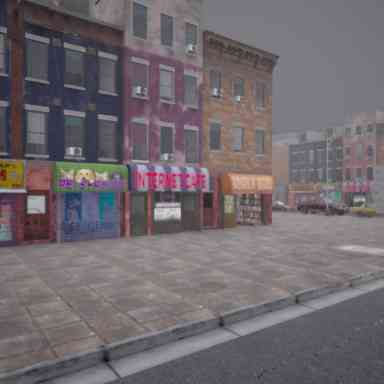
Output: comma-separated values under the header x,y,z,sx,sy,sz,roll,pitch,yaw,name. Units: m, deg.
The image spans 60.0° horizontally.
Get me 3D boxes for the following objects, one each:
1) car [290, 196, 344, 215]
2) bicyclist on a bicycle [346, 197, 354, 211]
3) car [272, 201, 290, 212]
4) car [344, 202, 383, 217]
x,y,z,sx,sy,sz,roll,pitch,yaw,name
12.909,1.370,33.376,2.192,1.841,5.009,0,0,-35,car
17.464,1.365,36.715,1.656,1.620,0.582,0,0,-35,bicyclist on a bicycle
9.744,1.651,37.815,1.802,1.307,4.206,0,0,-35,car
16.174,1.566,28.799,1.752,1.417,4.829,0,0,-35,car
